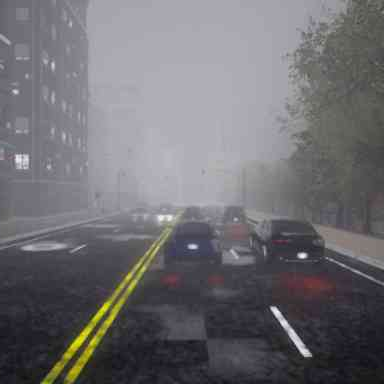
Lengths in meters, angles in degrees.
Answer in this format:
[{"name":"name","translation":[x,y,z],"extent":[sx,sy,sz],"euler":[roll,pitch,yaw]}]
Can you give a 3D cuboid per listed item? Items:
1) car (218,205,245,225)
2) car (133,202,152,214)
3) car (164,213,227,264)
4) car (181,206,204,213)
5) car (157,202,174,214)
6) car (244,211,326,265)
[{"name":"car","translation":[3.316,1.832,27.362],"extent":[1.837,1.490,4.892],"euler":[0,0,0]},{"name":"car","translation":[-6.488,2.081,44.226],"extent":[2.033,1.411,5.357],"euler":[0,-1,0]},{"name":"car","translation":[0.056,1.713,12.468],"extent":[1.994,1.385,4.181],"euler":[0,-1,1]},{"name":"car","translation":[0.073,1.859,27.945],"extent":[1.812,1.442,4.674],"euler":[0,0,1]},{"name":"car","translation":[-3.263,1.999,42.095],"extent":[2.128,1.511,4.902],"euler":[0,-1,1]},{"name":"car","translation":[3.304,1.652,12.292],"extent":[1.837,1.490,4.892],"euler":[0,0,1]}]
